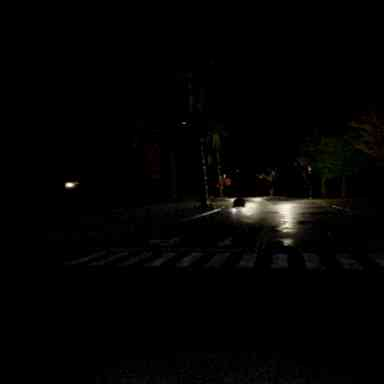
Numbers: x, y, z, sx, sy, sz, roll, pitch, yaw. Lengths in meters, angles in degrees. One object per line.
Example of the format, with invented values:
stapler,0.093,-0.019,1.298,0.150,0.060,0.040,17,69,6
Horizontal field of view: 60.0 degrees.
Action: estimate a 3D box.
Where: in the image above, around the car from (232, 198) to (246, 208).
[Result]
car,7.320,1.739,51.310,1.837,1.490,4.892,-2,0,12
